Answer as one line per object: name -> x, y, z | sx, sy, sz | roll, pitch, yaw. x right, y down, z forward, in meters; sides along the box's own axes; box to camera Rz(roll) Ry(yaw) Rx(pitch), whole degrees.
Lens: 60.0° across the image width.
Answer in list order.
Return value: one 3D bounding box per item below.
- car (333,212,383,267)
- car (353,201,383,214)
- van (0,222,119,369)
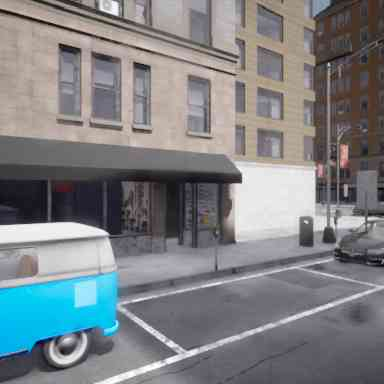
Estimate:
car -> 6.300, 1.547, 10.674 | 4.403, 1.369, 2.008 | 0, 0, -35
car -> 15.912, 1.494, 28.047 | 1.994, 1.385, 4.181 | 0, 0, -36
van -> -2.924, 1.341, 4.105 | 3.998, 1.788, 1.690 | 0, 0, -35
